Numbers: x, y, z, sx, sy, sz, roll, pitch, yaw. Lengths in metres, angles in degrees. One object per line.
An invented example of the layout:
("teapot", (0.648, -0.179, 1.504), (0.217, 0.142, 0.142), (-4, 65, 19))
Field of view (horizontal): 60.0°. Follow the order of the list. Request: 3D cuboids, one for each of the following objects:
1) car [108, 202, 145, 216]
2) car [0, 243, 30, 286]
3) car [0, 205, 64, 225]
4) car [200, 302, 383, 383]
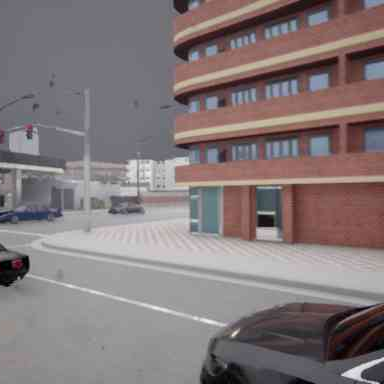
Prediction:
("car", (-7.138, 1.820, 36.382), (1.994, 1.385, 4.181), (-1, 0, 34))
("car", (-6.181, 1.695, 8.400), (4.718, 1.301, 1.895), (-1, 0, 36))
("car", (-13.349, 1.803, 27.376), (2.033, 1.411, 5.357), (-1, 0, 34))
("car", (2.328, 1.499, 2.333), (4.892, 1.490, 1.837), (0, 0, 35))
